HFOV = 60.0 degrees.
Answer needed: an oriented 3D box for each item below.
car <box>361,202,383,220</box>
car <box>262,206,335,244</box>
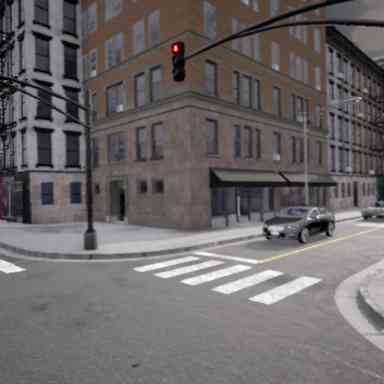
[{"bbox_3d":[14.503,1.414,25.253,1.895,1.301,4.718,-1,0,44],"label":"car"},{"bbox_3d":[5.156,1.438,15.769,2.128,1.511,4.902,-1,0,43],"label":"car"}]
